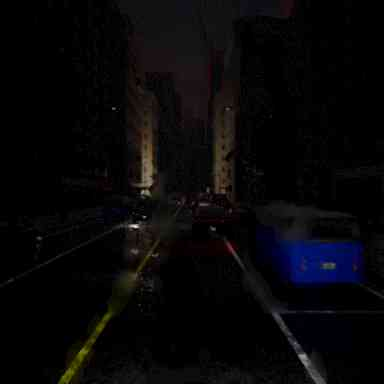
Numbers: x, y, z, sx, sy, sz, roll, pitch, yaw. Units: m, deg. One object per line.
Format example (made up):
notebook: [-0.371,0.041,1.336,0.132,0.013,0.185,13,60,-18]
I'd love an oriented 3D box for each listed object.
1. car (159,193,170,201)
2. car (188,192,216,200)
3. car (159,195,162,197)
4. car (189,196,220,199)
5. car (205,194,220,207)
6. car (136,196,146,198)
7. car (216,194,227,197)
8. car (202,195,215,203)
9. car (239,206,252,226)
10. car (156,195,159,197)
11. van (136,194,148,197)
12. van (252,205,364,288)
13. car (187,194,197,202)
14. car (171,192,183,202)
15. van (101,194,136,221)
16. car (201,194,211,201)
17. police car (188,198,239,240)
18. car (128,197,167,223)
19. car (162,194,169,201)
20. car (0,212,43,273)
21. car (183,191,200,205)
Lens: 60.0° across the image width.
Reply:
car: [-5.675,1.055,69.282,1.967,1.590,4.097,0,0,0]
car: [0.898,1.165,32.416,2.097,1.767,4.553,0,0,0]
car: [-5.672,1.314,47.278,1.802,1.307,4.206,0,0,0]
car: [0.899,1.325,26.447,1.882,1.535,5.008,0,0,0]
car: [2.853,1.172,47.278,1.967,1.590,4.097,0,0,0]
car: [-5.671,1.374,30.773,2.008,1.369,4.403,0,0,0]
car: [2.853,1.107,36.274,2.192,1.841,5.009,0,0,0]
car: [2.852,1.224,58.281,2.008,1.369,4.403,0,0,0]
car: [2.855,1.468,19.772,1.802,1.307,4.206,0,0,0]
car: [-5.672,1.328,41.776,1.947,1.339,4.313,0,0,0]
van: [-5.672,1.133,36.274,1.690,1.788,3.998,0,0,0]
van: [2.856,1.290,8.768,1.690,1.788,3.998,0,0,0]
car: [-0.004,1.194,67.315,1.994,1.385,4.181,0,0,0]
car: [-3.018,1.197,65.155,1.994,1.385,4.181,0,0,0]
van: [-5.671,1.195,25.272,1.690,1.788,3.998,0,0,0]
car: [2.851,1.181,69.283,1.947,1.339,4.313,0,0,0]
police car: [0.899,1.330,16.556,1.930,1.638,5.238,0,0,0]
car: [-3.100,1.365,24.104,1.837,1.490,4.892,0,0,0]
car: [-5.673,1.239,58.280,1.947,1.339,4.313,0,0,0]
car: [-5.670,1.389,8.768,1.967,1.590,4.097,0,0,0]
car: [-0.004,1.057,52.391,2.097,1.767,4.553,0,0,0]
